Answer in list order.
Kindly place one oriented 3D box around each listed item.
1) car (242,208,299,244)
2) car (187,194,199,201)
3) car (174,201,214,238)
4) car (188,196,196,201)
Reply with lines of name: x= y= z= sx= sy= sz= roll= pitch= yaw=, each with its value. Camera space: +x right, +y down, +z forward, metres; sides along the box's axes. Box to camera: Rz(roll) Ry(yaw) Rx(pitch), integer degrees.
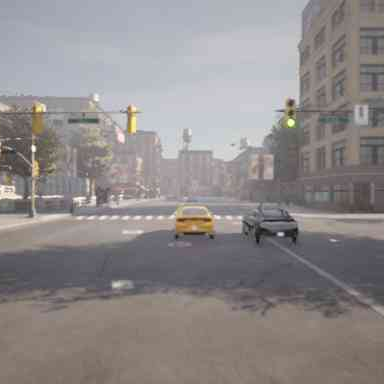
car: x=3.603 y=1.490 z=15.929 sx=2.128 sy=1.511 sz=4.902 roll=0 pitch=0 yaw=0
car: x=0.010 y=1.542 z=69.971 sx=1.994 sy=1.385 sz=4.181 roll=0 pitch=0 yaw=0
car: x=0.103 y=1.475 z=17.614 sx=1.882 sy=1.535 sz=5.008 roll=0 pitch=0 yaw=0
car: x=0.012 y=1.550 z=80.023 sx=1.895 sy=1.301 sz=4.718 roll=0 pitch=0 yaw=1
